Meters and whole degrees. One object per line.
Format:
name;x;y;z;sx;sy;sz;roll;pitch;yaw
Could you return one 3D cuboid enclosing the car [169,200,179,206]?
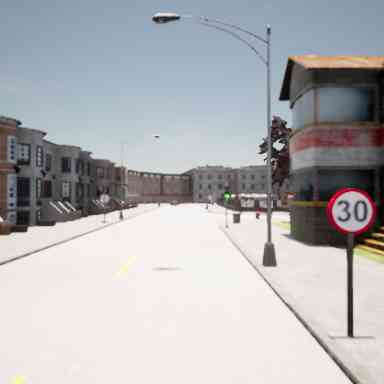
car;-4.002;2.588;74.986;1.812;1.442;4.674;0;-1;0
